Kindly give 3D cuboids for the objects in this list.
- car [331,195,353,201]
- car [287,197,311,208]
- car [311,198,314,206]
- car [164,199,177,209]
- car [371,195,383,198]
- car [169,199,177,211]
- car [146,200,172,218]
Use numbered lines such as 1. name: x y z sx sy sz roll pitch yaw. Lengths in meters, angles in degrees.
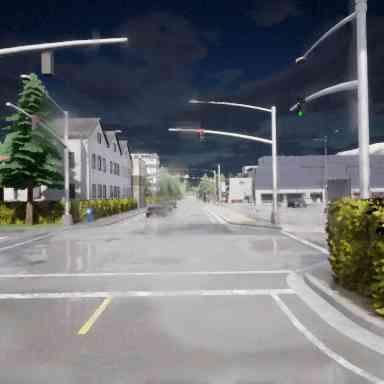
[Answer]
1. car: 25.507 1.398 56.516 2.152 1.636 5.027 -1 -1 0
2. car: 15.444 1.629 49.122 2.007 1.523 4.514 -1 -1 0
3. car: 19.092 1.573 56.179 1.970 1.475 3.806 -1 -1 0
4. car: -3.523 1.995 55.276 1.837 1.490 4.892 -1 -1 0
5. car: 19.128 1.183 31.253 1.905 1.878 3.866 -1 -1 0
6. car: -3.572 1.885 44.863 2.128 1.511 4.902 -1 -1 0
7. car: -3.588 1.844 34.567 2.033 1.411 5.357 -1 -1 0
